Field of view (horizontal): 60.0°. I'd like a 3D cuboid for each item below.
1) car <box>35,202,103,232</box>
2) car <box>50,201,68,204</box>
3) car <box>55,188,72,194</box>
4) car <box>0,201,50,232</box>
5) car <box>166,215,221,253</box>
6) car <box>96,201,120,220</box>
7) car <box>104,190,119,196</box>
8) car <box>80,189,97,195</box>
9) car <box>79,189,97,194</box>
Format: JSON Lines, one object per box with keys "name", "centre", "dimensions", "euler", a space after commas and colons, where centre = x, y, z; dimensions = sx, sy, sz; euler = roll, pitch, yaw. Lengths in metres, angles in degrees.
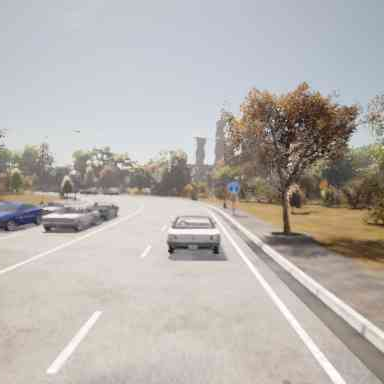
{"name": "car", "centre": [-6.924, 1.464, 19.378], "dimensions": [1.895, 1.301, 4.718], "euler": [0, 1, 0]}
{"name": "car", "centre": [-10.456, 1.350, 25.291], "dimensions": [1.895, 1.301, 4.718], "euler": [0, 1, 0]}
{"name": "car", "centre": [-32.758, -0.298, 84.934], "dimensions": [4.892, 1.490, 1.837], "euler": [2, 1, 28]}
{"name": "car", "centre": [-10.400, 1.313, 19.160], "dimensions": [1.882, 1.535, 5.008], "euler": [1, 1, 1]}
{"name": "car", "centre": [0.061, 1.569, 13.560], "dimensions": [1.895, 1.301, 4.718], "euler": [0, 0, 0]}
{"name": "car", "centre": [-6.956, 1.375, 25.537], "dimensions": [1.895, 1.301, 4.718], "euler": [0, 1, 0]}
{"name": "car", "centre": [-19.154, 0.156, 78.798], "dimensions": [4.181, 1.385, 1.994], "euler": [2, 1, 43]}
{"name": "car", "centre": [-24.486, 0.007, 78.944], "dimensions": [4.902, 1.511, 2.128], "euler": [2, 1, 38]}
{"name": "car", "centre": [-26.581, -0.160, 85.103], "dimensions": [4.718, 1.301, 1.895], "euler": [2, 1, 33]}
